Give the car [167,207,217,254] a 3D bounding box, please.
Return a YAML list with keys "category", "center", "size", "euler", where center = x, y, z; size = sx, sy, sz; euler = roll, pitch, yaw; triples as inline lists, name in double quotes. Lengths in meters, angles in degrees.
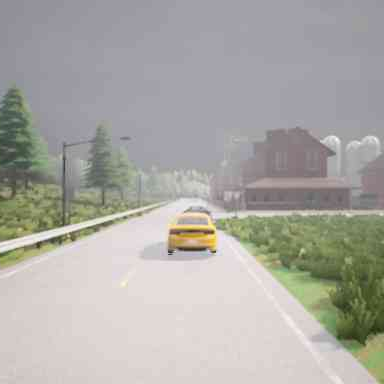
- category: "car"
  center: [0.023, 1.635, 14.232]
  size: [1.882, 1.535, 5.008]
  euler: [0, 0, 0]
